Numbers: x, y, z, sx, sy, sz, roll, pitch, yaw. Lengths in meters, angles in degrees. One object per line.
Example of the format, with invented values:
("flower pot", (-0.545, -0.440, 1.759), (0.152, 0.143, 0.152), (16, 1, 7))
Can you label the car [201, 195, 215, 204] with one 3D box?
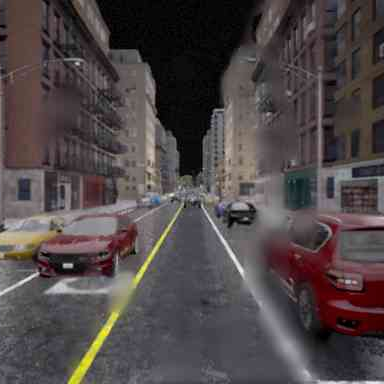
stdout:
("car", (2.637, 1.172, 55.123), (2.008, 1.369, 4.403), (0, 0, 0))

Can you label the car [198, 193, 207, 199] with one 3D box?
("car", (2.634, 0.988, 81.998), (2.008, 1.369, 4.403), (0, 0, 0))

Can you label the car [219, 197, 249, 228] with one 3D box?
("car", (3.014, 1.331, 21.087), (1.882, 1.535, 5.008), (0, 0, 0))

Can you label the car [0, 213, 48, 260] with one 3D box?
("car", (-5.401, 1.444, 11.704), (1.752, 1.417, 4.829), (0, 0, 0))

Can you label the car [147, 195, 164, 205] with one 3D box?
("car", (-5.392, 1.209, 49.716), (2.008, 1.369, 4.403), (0, 0, 0))

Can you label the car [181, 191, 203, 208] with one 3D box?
("car", (0.052, 1.058, 42.487), (2.097, 1.767, 4.553), (0, 0, 0))

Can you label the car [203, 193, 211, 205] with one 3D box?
("car", (2.642, 1.182, 49.887), (1.752, 1.417, 4.829), (0, 0, 0))

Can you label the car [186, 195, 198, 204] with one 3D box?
("car", (0.016, 1.176, 56.460), (1.994, 1.385, 4.181), (0, 0, 0))

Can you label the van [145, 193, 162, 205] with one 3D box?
("van", (-5.393, 1.036, 44.308), (1.690, 1.788, 3.998), (0, 0, 0))

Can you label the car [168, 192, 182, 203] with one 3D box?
("car", (-2.753, 1.146, 58.434), (2.033, 1.411, 5.357), (0, 0, 0))

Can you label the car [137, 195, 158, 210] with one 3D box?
("car", (-5.394, 1.314, 38.904), (1.802, 1.307, 4.206), (0, 0, 0))

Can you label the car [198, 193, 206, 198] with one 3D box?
("car", (2.634, 0.980, 87.680), (1.802, 1.307, 4.206), (0, 0, 0))

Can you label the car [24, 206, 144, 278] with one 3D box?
("car", (-2.849, 1.407, 10.136), (1.882, 1.535, 5.008), (0, 0, 0))

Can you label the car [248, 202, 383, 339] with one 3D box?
("car", (2.683, 1.270, 6.467), (2.192, 1.841, 5.009), (0, 0, 0))

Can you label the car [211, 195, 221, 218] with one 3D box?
("car", (2.986, 1.159, 28.056), (2.097, 1.767, 4.553), (0, 0, 0))
